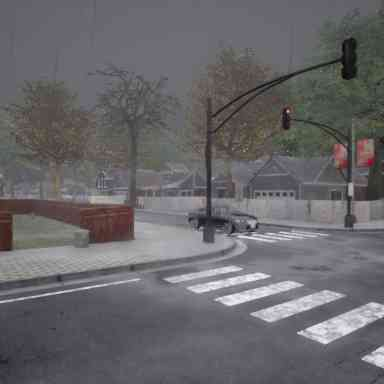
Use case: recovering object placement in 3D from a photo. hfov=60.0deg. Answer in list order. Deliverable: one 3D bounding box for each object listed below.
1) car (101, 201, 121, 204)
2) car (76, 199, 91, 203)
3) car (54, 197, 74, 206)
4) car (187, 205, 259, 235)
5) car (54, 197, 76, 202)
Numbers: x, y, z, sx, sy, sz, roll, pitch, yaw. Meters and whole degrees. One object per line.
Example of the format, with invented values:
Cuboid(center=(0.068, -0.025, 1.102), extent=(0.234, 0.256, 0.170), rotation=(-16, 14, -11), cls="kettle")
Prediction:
Cuboid(center=(-7.739, 1.564, 32.283), extent=(1.812, 1.442, 4.674), rotation=(0, 0, -35), cls="car")
Cuboid(center=(-16.569, 1.654, 49.678), extent=(1.994, 1.385, 4.181), rotation=(0, 0, -35), cls="car")
Cuboid(center=(-22.218, 1.601, 57.493), extent=(2.128, 1.511, 4.902), rotation=(0, 0, -36), cls="car")
Cuboid(center=(1.689, 1.508, 19.245), extent=(2.128, 1.511, 4.902), rotation=(0, 0, -37), cls="car")
Cuboid(center=(-18.650, 1.549, 47.697), extent=(1.882, 1.535, 5.008), rotation=(0, 0, -35), cls="car")
